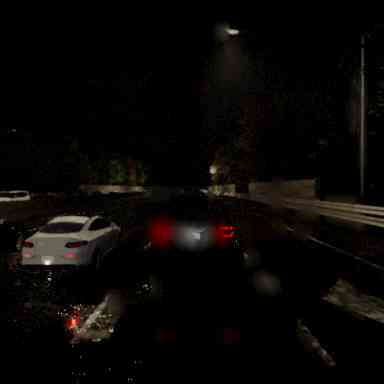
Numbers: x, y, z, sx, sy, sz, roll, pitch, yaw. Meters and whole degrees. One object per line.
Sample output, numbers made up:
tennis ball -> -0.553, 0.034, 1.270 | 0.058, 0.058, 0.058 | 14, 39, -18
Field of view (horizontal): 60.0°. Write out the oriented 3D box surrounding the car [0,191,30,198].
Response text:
car -> -17.412, 0.891, 31.524 | 2.150, 2.045, 5.566 | 0, 0, 1

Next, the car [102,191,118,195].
car -> -17.143, 0.530, 71.881 | 2.033, 1.411, 5.357 | 0, 1, 0

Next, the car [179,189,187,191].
car -> -3.085, 0.582, 83.489 | 2.033, 1.411, 5.357 | 0, 1, 0

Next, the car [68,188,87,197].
car -> -24.143, 0.228, 71.882 | 2.150, 2.045, 5.566 | 0, 1, 0

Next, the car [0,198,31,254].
car -> -6.948, 1.246, 10.105 | 2.097, 1.767, 4.553 | 0, 1, 0

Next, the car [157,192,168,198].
car -> -6.624, 0.694, 75.448 | 1.994, 1.385, 4.181 | 0, 1, 0

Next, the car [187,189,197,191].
car -> 0.378, 0.664, 75.867 | 2.033, 1.411, 5.357 | 0, 1, 0

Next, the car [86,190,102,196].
car -> -20.642, 0.497, 71.898 | 1.837, 1.490, 4.892 | 0, 1, 0

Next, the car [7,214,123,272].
car -> -3.447, 1.412, 10.278 | 1.812, 1.442, 4.674 | 0, 1, 0

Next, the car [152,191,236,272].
car -> 0.056, 1.099, 10.470 | 2.150, 2.045, 5.566 | 0, 1, 0

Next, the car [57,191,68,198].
car -> -27.466, 0.533, 71.933 | 1.812, 1.442, 4.674 | 0, 1, 2
